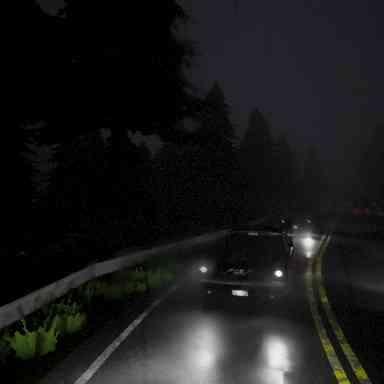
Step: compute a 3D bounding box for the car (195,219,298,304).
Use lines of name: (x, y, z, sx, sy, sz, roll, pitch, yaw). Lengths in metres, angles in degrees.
car: (1.580, 1.599, 8.419, 1.895, 1.301, 4.718, -1, 0, 18)

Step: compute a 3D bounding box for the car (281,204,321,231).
car: (6.655, 1.460, 20.062, 2.033, 1.411, 5.357, -2, 0, 26)

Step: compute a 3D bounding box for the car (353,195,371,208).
car: (20.603, 1.058, 40.254, 2.128, 1.511, 4.902, -2, 0, 28)
